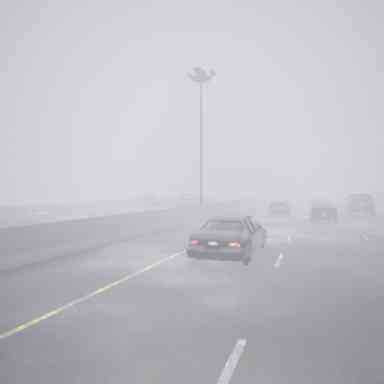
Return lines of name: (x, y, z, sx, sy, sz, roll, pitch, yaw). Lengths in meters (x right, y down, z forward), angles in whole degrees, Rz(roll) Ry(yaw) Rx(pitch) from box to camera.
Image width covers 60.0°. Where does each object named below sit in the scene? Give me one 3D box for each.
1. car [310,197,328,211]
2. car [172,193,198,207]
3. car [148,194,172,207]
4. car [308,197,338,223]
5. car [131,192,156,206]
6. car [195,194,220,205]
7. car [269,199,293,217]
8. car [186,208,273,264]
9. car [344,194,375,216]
car: (15.233, 1.429, 40.083, 1.837, 1.490, 4.892, 0, 0, 20)
car: (-0.455, 1.101, 48.540, 2.150, 2.045, 5.566, 0, 0, 20)
car: (-4.171, 1.375, 48.575, 1.837, 1.490, 4.892, 0, 0, 20)
car: (10.075, 1.429, 25.623, 1.882, 1.535, 5.008, 0, 0, 20)
car: (-7.145, 1.084, 50.626, 2.150, 2.045, 5.566, 0, 0, 20)
car: (2.547, 1.433, 46.562, 2.033, 1.411, 5.357, 0, 0, 20)
car: (8.294, 1.426, 31.045, 2.128, 1.511, 4.902, 0, 0, 20)
car: (1.452, 1.519, 11.872, 2.033, 1.411, 5.357, 0, 0, 20)
car: (16.043, 1.168, 31.935, 2.150, 2.045, 5.566, 0, 0, 20)
